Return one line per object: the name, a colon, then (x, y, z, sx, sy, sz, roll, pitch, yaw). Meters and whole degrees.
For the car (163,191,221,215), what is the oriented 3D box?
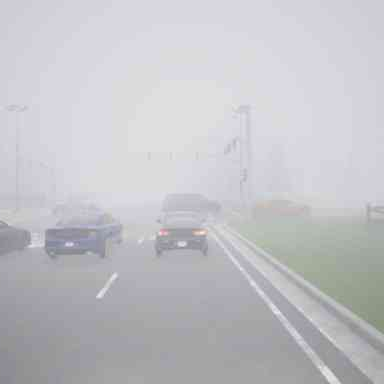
car: (0.019, 1.118, 30.115, 5.566, 2.045, 2.150, -1, -1, -35)

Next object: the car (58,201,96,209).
car: (-8.061, 1.559, 25.362, 2.033, 1.411, 5.357, -1, 0, -3)

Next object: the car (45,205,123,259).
car: (-3.915, 1.481, 12.809, 1.882, 1.535, 5.008, -1, 0, -2)

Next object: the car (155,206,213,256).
car: (-0.417, 1.487, 12.951, 1.812, 1.442, 4.674, -1, 0, -2)

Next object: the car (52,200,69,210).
car: (-12.520, 1.564, 33.162, 1.812, 1.442, 4.674, -1, 0, -7)

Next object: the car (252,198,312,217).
car: (7.640, 1.288, 28.279, 5.008, 1.535, 1.882, -1, 0, -3)

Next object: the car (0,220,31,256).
car: (-7.369, 1.613, 11.604, 1.994, 1.385, 4.181, -1, 0, -2)
